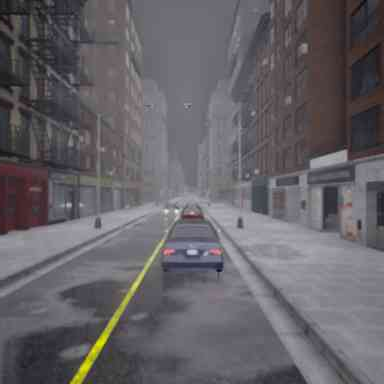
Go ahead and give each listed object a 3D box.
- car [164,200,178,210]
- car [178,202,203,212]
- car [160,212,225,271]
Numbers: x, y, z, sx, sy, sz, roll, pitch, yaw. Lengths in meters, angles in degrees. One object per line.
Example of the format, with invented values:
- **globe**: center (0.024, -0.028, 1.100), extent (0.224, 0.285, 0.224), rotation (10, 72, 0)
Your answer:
- **car**: center (-2.923, 1.829, 48.324), extent (1.812, 1.442, 4.674), rotation (0, 0, 0)
- **car**: center (0.019, 1.752, 30.100), extent (1.994, 1.385, 4.181), rotation (0, 0, 0)
- **car**: center (0.025, 1.617, 11.099), extent (2.033, 1.411, 5.357), rotation (0, 0, 0)
